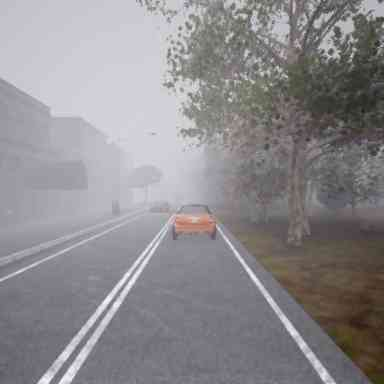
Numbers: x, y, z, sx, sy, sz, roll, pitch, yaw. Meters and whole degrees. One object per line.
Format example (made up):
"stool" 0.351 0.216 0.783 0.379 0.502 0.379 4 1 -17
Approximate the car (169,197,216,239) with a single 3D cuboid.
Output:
"car" 0.106 1.352 17.561 2.097 1.767 4.553 0 0 0

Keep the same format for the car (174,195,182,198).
"car" -3.227 1.359 77.683 2.033 1.411 5.357 0 0 0

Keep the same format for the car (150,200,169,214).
"car" -3.334 1.553 35.822 1.994 1.385 4.181 0 0 0
